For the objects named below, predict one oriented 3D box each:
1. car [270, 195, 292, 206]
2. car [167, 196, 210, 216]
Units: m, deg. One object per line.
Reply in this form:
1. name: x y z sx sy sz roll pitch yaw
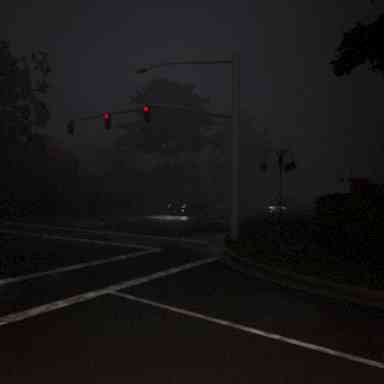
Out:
1. car: 13.551 1.193 50.493 2.097 1.767 4.553 1 0 35
2. car: -0.282 1.195 30.812 2.097 1.767 4.553 1 0 35
